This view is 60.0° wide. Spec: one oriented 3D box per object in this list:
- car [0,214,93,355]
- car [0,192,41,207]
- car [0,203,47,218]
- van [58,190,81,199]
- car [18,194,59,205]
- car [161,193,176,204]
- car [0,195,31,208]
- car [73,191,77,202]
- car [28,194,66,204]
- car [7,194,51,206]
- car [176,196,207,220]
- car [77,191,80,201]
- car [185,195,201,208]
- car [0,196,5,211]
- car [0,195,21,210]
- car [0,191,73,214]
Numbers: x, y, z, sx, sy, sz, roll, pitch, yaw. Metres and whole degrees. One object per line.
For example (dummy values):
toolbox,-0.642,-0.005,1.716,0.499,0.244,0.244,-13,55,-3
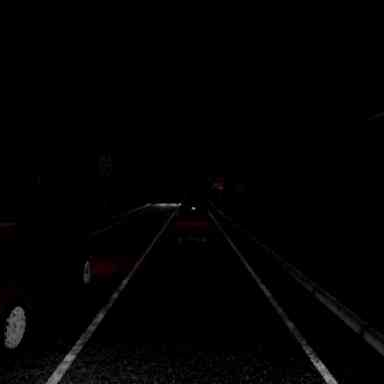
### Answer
car,-3.348,1.428,6.189,1.882,1.535,5.008,0,0,0
car,-22.119,0.950,42.482,4.553,1.767,2.185,0,1,0
car,-8.793,1.378,12.809,5.366,1.575,1.946,0,1,0
van,-21.988,0.688,59.131,4.442,1.987,1.878,0,1,0
car,-22.088,1.022,48.034,4.892,1.521,2.231,0,1,0
car,-3.312,0.954,48.538,1.812,1.442,4.674,0,1,0
car,-22.083,1.144,39.708,4.674,1.452,2.002,0,1,0
car,-21.913,0.964,53.583,5.366,1.575,1.946,0,1,0
car,-22.125,1.023,50.808,4.792,1.488,2.163,0,1,0
car,-22.097,1.048,45.259,5.008,1.535,2.097,0,1,0
car,0.108,1.196,25.318,2.033,1.649,4.856,0,0,0
car,-22.132,0.969,56.360,4.792,1.488,2.163,0,1,0
car,0.113,1.123,41.504,1.994,1.385,4.181,0,1,0
car,-22.076,1.200,34.156,4.674,1.452,2.002,0,1,0
car,-22.077,1.132,36.932,5.008,1.535,2.097,0,1,0
car,-8.952,1.100,15.609,5.566,2.045,2.435,0,1,0
